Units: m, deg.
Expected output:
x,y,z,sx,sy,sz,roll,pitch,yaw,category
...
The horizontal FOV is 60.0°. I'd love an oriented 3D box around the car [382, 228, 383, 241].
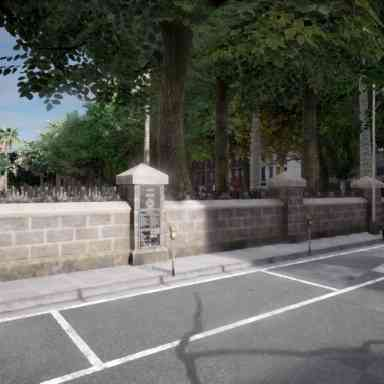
x,y,z,sx,sy,sz,roll,pitch,yaw,category
9.787,1.310,13.521,5.009,1.841,2.192,0,0,-36,car
